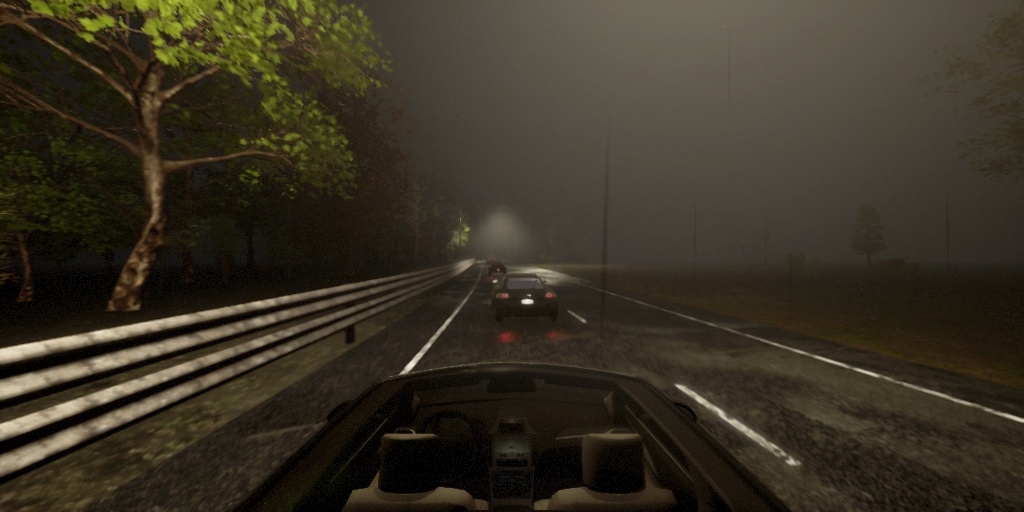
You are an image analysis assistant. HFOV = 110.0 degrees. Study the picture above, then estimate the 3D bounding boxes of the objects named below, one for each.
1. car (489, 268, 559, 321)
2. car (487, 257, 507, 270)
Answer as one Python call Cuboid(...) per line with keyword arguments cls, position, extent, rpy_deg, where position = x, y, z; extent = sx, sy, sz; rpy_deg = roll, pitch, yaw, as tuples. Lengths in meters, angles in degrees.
Cuboid(cls="car", position=(0.305, 1.283, 12.343), extent=(1.994, 1.385, 4.181), rpy_deg=(0, 0, -4))
Cuboid(cls="car", position=(-1.487, 1.152, 36.885), extent=(1.812, 1.442, 4.674), rpy_deg=(0, 0, -4))
